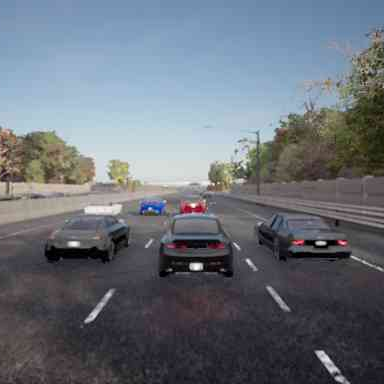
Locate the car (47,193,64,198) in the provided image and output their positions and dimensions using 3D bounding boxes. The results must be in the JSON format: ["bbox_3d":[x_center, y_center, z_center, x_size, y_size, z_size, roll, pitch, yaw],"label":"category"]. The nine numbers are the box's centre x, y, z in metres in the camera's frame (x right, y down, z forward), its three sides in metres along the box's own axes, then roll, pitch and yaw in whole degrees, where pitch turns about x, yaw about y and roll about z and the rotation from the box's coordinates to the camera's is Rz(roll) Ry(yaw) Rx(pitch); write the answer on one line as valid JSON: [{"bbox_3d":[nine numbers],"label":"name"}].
[{"bbox_3d":[-24.514,0.940,60.293,2.033,1.411,5.357,0,1,0],"label":"car"}]

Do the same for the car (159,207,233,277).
[{"bbox_3d":[0.099,1.401,9.895,1.837,1.490,4.892,0,1,0],"label":"car"}]

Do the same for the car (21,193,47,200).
[{"bbox_3d":[-28.021,0.909,58.198,2.128,1.511,4.902,0,1,0],"label":"car"}]

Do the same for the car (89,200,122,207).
[{"bbox_3d":[-6.900,1.327,26.496,1.895,1.301,4.718,0,1,0],"label":"car"}]

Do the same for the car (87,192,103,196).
[{"bbox_3d":[-17.531,0.747,60.188,2.097,1.767,4.553,0,1,1],"label":"car"}]

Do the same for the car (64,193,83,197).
[{"bbox_3d":[-21.026,0.954,60.379,1.994,1.385,4.181,0,1,1],"label":"car"}]

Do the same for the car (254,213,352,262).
[{"bbox_3d":[3.523,1.424,11.611,2.033,1.411,5.357,0,1,0],"label":"car"}]

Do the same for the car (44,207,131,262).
[{"bbox_3d":[-3.401,1.443,11.584,1.994,1.385,4.181,0,1,0],"label":"car"}]

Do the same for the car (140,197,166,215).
[{"bbox_3d":[-3.399,1.174,29.503,1.882,1.535,5.008,0,1,0],"label":"car"}]

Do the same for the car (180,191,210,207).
[{"bbox_3d":[0.097,1.067,27.622,2.097,1.767,4.553,0,1,0],"label":"car"}]
